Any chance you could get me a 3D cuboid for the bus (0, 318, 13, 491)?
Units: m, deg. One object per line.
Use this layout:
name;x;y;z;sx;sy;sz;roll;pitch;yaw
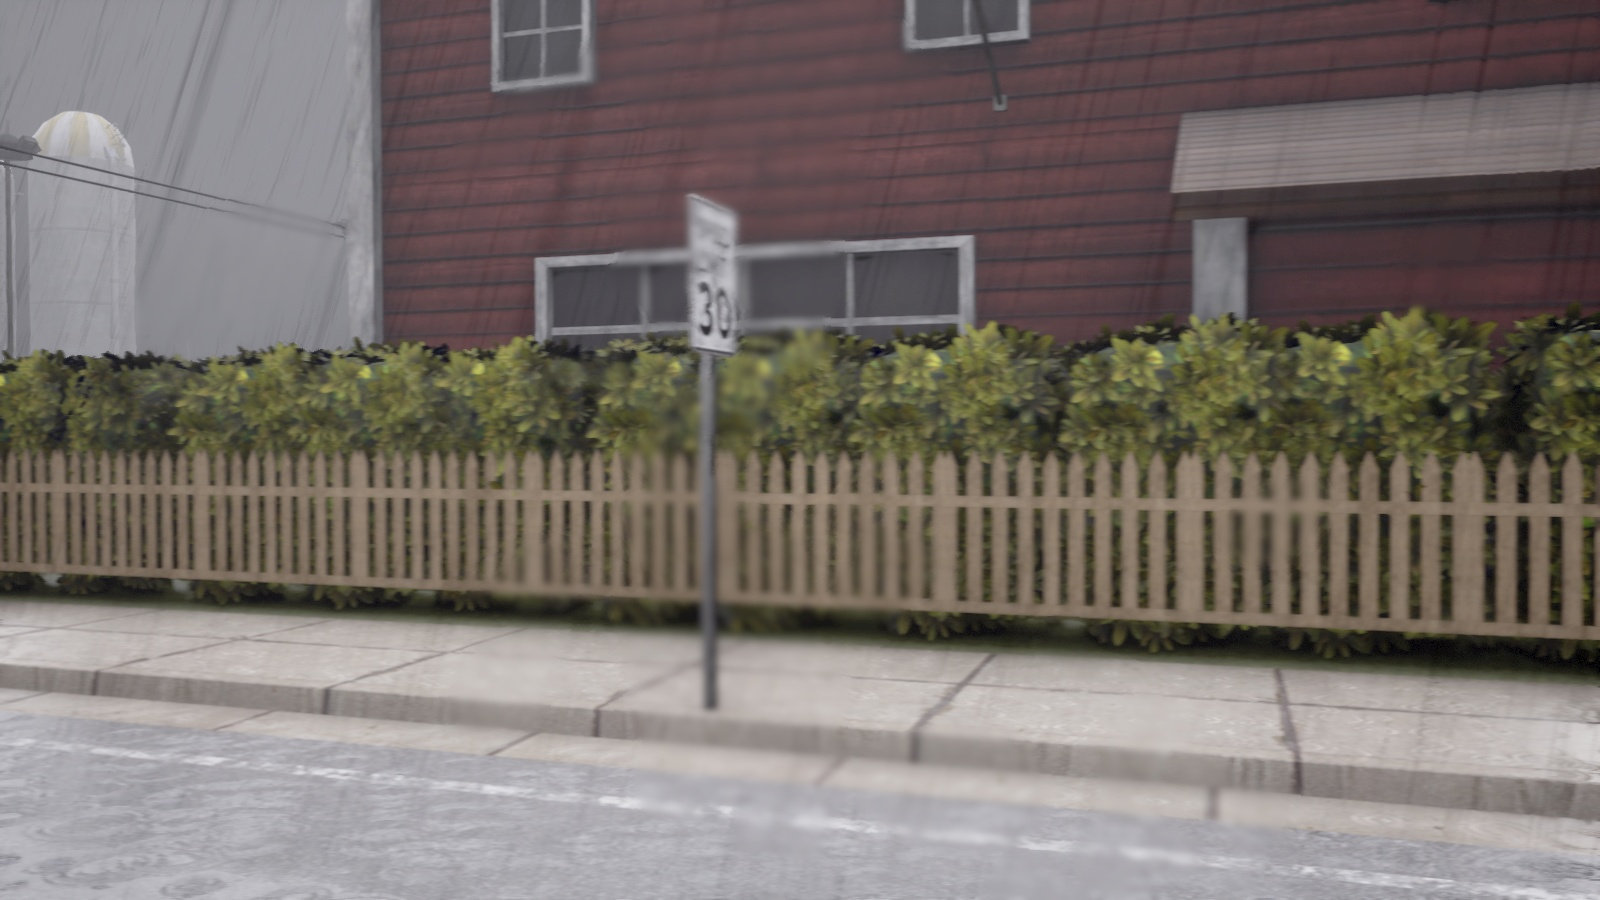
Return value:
bus;-23.080;-1.071;26.986;3.944;4.253;10.273;1;1;18
